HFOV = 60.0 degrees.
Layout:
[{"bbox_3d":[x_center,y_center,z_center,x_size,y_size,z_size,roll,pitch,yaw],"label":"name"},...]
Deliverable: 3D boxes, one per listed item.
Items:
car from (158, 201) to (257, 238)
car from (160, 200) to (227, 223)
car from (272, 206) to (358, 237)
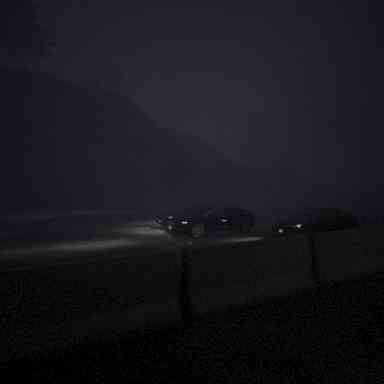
[{"bbox_3d":[1.078,1.392,16.974,4.902,1.511,2.128,0,0,-31],"label":"car"},{"bbox_3d":[0.136,1.388,24.539,4.674,1.442,1.812,0,0,-30],"label":"car"},{"bbox_3d":[5.921,1.408,15.768,4.674,1.442,1.812,0,0,-30],"label":"car"}]
